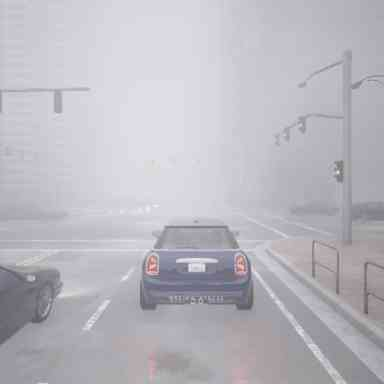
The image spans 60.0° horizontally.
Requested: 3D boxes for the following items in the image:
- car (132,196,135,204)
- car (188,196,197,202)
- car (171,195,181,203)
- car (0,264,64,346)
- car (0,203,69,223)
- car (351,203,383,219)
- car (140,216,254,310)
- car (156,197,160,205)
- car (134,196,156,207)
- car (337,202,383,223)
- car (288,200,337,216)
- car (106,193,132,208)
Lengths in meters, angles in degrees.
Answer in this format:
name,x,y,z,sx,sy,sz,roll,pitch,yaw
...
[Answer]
name,x,y,z,sx,sy,sz,roll,pitch,yaw
car,-10.485,1.505,58.067,1.837,1.490,4.892,0,0,0
car,0.117,1.553,72.611,1.994,1.385,4.181,0,0,0
car,-3.359,1.478,71.255,1.882,1.535,5.008,0,0,0
car,-3.414,1.547,4.121,2.033,1.411,5.357,0,0,-1
car,-12.261,1.548,25.131,5.357,1.411,2.033,0,0,0
car,16.500,1.601,28.615,4.718,1.301,1.895,0,0,1
car,0.092,1.352,7.980,2.097,1.767,4.553,0,0,0
car,-6.976,1.601,60.345,1.895,1.301,4.718,0,0,0
car,-7.017,1.564,50.385,1.994,1.385,4.181,0,0,0
car,13.987,1.477,24.949,5.008,1.535,1.882,0,0,0
car,11.705,1.526,32.157,4.674,1.442,1.812,0,0,1
car,-10.522,1.352,48.122,2.097,1.767,4.553,0,0,0
